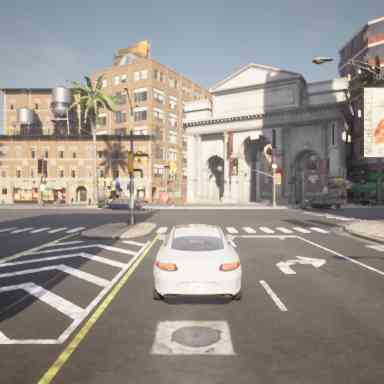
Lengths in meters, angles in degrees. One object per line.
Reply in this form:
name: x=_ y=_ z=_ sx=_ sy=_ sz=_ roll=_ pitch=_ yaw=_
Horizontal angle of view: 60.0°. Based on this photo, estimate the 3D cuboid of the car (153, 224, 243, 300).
car: x=0.111 y=1.524 z=8.256 sx=1.812 sy=1.442 sz=4.674 roll=0 pitch=0 yaw=0

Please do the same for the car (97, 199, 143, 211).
car: x=-8.679 y=1.537 z=40.650 sx=5.357 sy=1.411 sz=2.033 roll=0 pitch=0 yaw=1

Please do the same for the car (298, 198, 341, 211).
car: x=15.444 y=1.496 z=40.403 sx=4.892 sy=1.490 sz=1.837 roll=0 pitch=0 yaw=1
